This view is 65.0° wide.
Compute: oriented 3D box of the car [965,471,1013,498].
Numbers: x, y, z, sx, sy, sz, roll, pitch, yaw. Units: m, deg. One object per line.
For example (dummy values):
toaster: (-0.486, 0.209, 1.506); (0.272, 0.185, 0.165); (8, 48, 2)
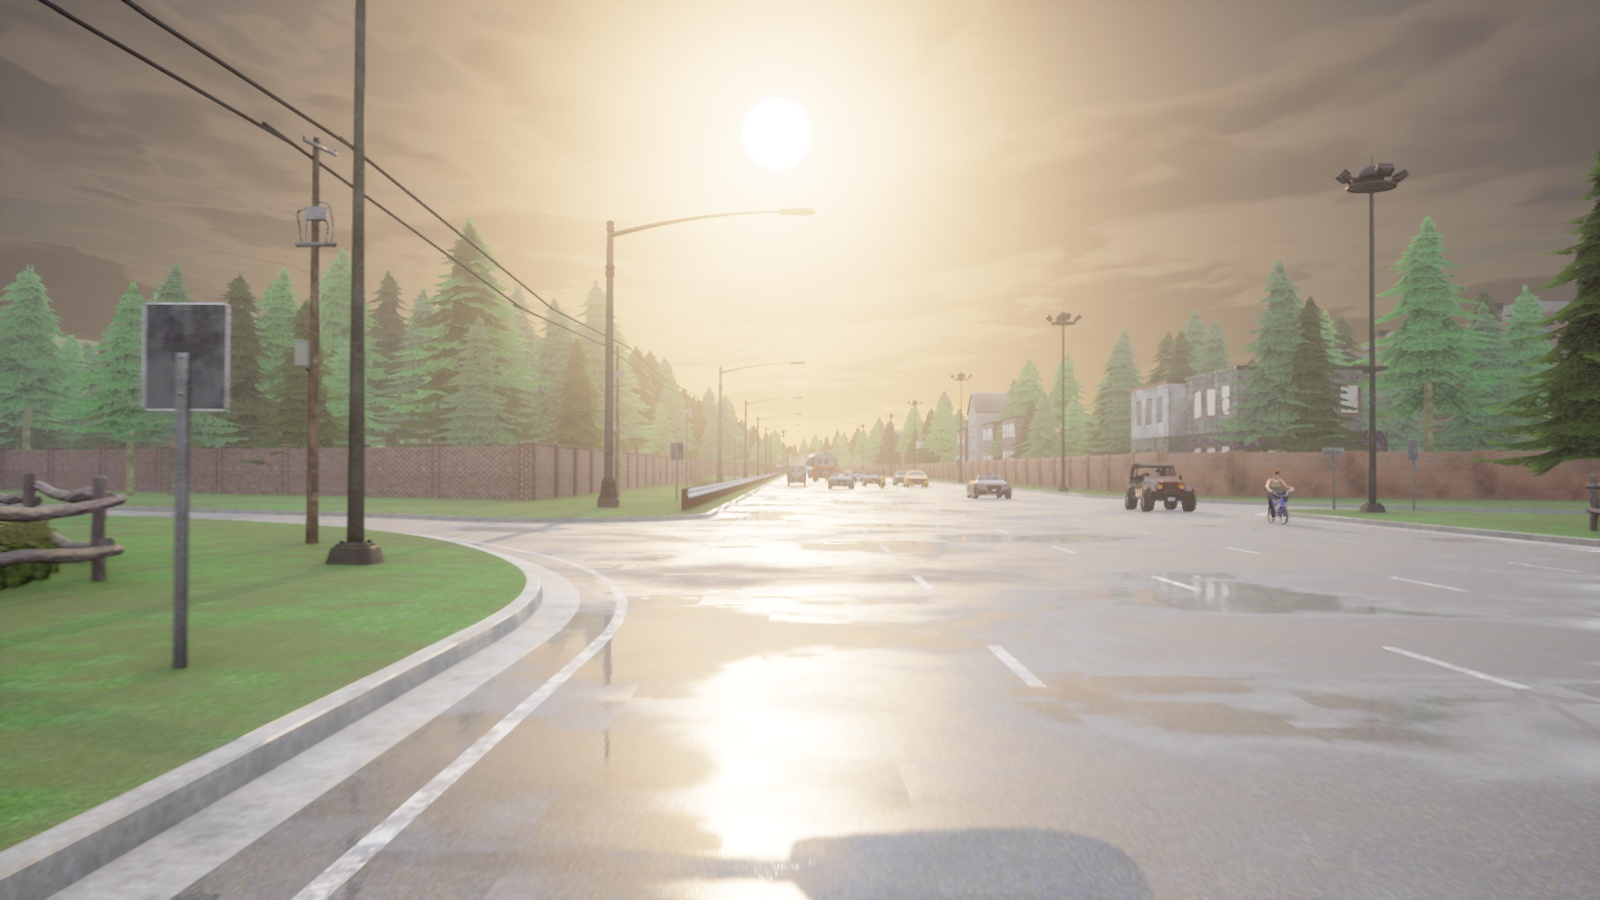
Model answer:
car: (10.334, 1.864, 68.807); (1.994, 1.385, 4.181); (0, -1, 0)

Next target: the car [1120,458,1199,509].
car: (13.881, 1.281, 48.685); (1.905, 1.878, 3.866); (0, -1, 0)

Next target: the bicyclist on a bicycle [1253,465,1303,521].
bicyclist on a bicycle: (13.916, 1.240, 36.597); (0.866, 1.612, 1.509); (0, -1, 0)
